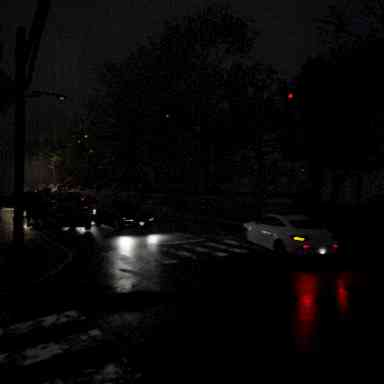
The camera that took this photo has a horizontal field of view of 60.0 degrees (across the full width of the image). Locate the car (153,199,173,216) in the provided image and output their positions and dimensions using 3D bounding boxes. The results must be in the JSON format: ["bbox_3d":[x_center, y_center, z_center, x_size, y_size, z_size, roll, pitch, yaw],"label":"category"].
[{"bbox_3d":[-3.376,1.226,27.534,1.752,1.417,4.829,2,0,-36],"label":"car"}]

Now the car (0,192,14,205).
[{"bbox_3d":[-23.084,0.769,40.388,2.008,1.369,4.403,2,0,-36],"label":"car"}]

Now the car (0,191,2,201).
[{"bbox_3d":[-29.598,0.575,49.346,2.008,1.369,4.403,2,0,-36],"label":"car"}]

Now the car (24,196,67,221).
[{"bbox_3d":[-10.058,1.193,22.472,1.802,1.307,4.206,2,0,-36],"label":"car"}]

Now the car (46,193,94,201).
[{"bbox_3d":[-9.657,1.078,26.306,2.128,1.511,4.902,1,1,-36],"label":"car"}]

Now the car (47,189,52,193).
[{"bbox_3d":[-19.551,0.530,49.790,2.192,1.841,5.009,2,0,-36],"label":"car"}]

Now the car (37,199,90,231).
[{"bbox_3d":[-6.802,1.292,17.994,1.802,1.307,4.206,2,0,-36],"label":"car"}]

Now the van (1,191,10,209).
[{"bbox_3d":[-16.563,0.755,31.430,1.690,1.788,3.998,2,0,-36],"label":"van"}]

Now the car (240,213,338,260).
[{"bbox_3d":[3.440,1.510,12.470,1.812,1.442,4.674,1,2,-15],"label":"car"}]

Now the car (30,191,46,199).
[{"bbox_3d":[-29.328,0.475,63.223,2.008,1.369,4.403,2,0,-36],"label":"car"}]

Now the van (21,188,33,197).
[{"bbox_3d":[-35.833,0.073,72.180,1.690,1.788,3.998,2,0,-36],"label":"van"}]

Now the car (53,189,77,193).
[{"bbox_3d":[-13.724,0.775,37.340,2.097,1.767,4.553,1,1,-36],"label":"car"}]

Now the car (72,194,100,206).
[{"bbox_3d":[-13.046,0.960,40.831,2.008,1.369,4.403,2,0,-36],"label":"car"}]

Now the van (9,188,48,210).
[{"bbox_3d":[-13.306,0.853,26.952,1.690,1.788,3.998,2,0,-36],"label":"van"}]

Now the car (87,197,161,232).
[{"bbox_3d":[-3.888,1.268,18.371,1.837,1.490,4.892,1,1,-36],"label":"car"}]

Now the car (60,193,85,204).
[{"bbox_3d":[-16.303,0.877,45.310,1.947,1.339,4.313,2,0,-36],"label":"car"}]
